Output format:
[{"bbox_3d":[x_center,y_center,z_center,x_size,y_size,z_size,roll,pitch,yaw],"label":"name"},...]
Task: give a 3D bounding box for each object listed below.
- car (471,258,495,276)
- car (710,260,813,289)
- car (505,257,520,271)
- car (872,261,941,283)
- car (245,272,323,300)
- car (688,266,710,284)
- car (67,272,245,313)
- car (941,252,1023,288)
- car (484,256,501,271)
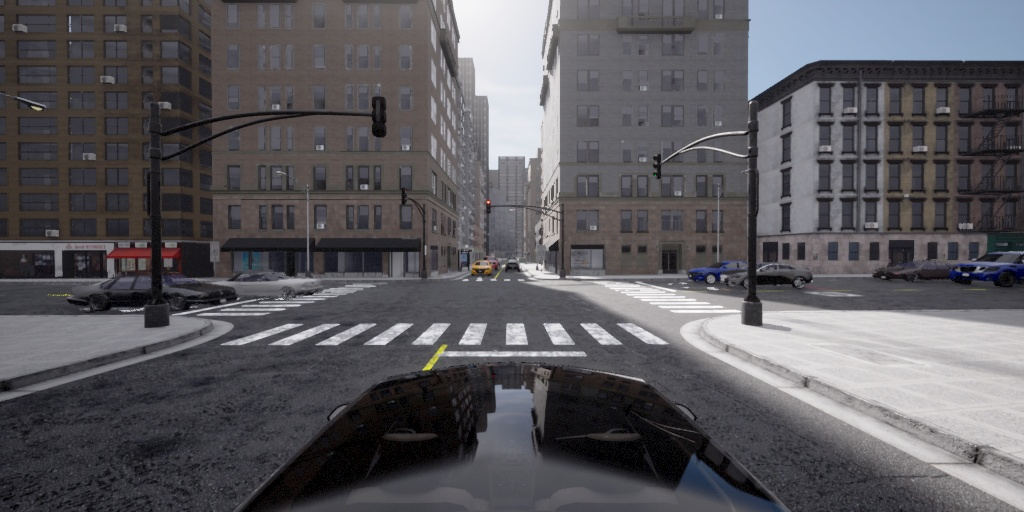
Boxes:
[{"bbox_3d":[-3.119,1.233,37.576,1.882,1.535,5.008,0,0,0],"label":"car"},{"bbox_3d":[14.885,1.123,21.171,4.902,1.511,2.128,0,1,0],"label":"car"},{"bbox_3d":[0.068,1.267,48.526,1.837,1.490,4.892,0,0,0],"label":"car"},{"bbox_3d":[28.027,1.054,24.489,5.357,1.411,2.033,0,1,0],"label":"car"},{"bbox_3d":[-11.983,1.417,17.579,4.718,1.301,1.895,0,1,0],"label":"car"},{"bbox_3d":[14.647,1.076,24.420,5.008,1.535,1.882,0,1,0],"label":"car"},{"bbox_3d":[-14.206,1.409,14.317,5.357,1.411,2.033,0,1,0],"label":"car"},{"bbox_3d":[29.638,0.754,21.244,5.566,2.045,2.150,0,1,0],"label":"car"},{"bbox_3d":[-3.129,0.986,50.873,2.150,2.045,5.566,0,0,0],"label":"car"}]
